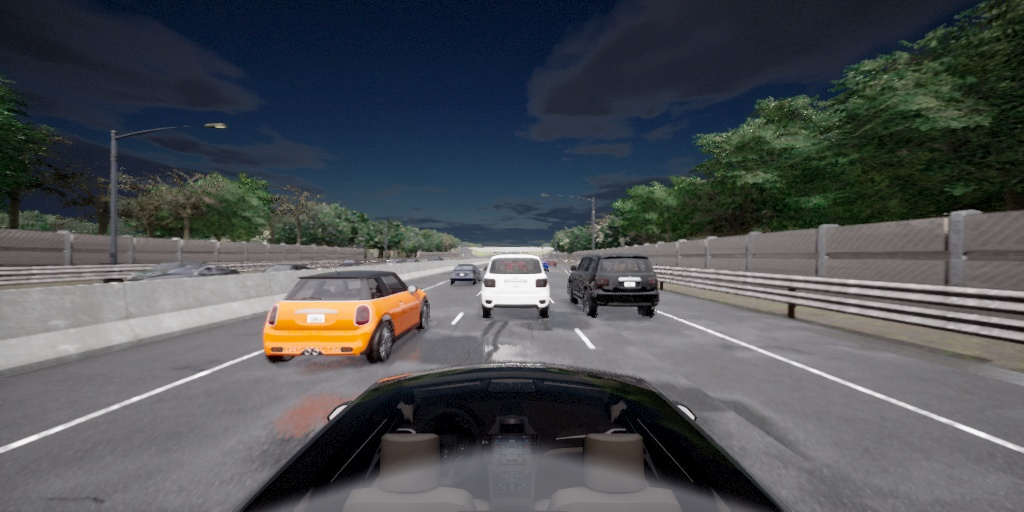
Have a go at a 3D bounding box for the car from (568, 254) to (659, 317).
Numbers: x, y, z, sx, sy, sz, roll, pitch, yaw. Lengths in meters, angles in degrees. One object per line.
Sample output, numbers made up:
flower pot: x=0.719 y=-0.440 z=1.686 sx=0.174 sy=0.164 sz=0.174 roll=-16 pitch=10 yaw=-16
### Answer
car: x=3.514 y=0.941 z=13.347 sx=2.150 sy=2.045 sz=5.566 roll=0 pitch=0 yaw=0

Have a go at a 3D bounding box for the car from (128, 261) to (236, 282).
car: x=-17.562 y=1.245 z=19.967 sx=2.128 sy=1.511 sz=4.902 roll=0 pitch=0 yaw=0

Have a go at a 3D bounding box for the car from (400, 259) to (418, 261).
car: x=-17.170 y=1.289 z=61.392 sx=1.837 sy=1.490 sz=4.892 roll=0 pitch=0 yaw=1

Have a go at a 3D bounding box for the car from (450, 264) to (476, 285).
car: x=-3.337 y=1.304 z=26.495 sx=2.033 sy=1.411 sz=5.357 roll=0 pitch=0 yaw=0

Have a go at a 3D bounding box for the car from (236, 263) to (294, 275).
car: x=-14.054 y=1.232 z=22.179 sx=1.882 sy=1.535 sz=5.008 roll=0 pitch=0 yaw=0

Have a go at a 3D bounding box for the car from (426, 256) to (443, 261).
car: x=-13.641 y=1.013 z=63.097 sx=2.150 sy=2.045 sz=5.566 roll=0 pitch=0 yaw=1

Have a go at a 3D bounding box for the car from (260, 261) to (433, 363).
car: x=-3.393 y=1.103 z=8.335 sx=2.097 sy=1.767 sz=4.553 roll=0 pitch=0 yaw=0

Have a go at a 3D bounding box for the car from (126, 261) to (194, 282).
car: x=-21.051 y=1.106 z=22.458 sx=2.097 sy=1.767 sz=4.553 roll=0 pitch=0 yaw=0

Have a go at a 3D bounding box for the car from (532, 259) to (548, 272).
car: x=3.717 y=1.232 z=48.040 sx=1.882 sy=1.535 sz=5.008 roll=0 pitch=0 yaw=1

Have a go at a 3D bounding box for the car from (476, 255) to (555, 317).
car: x=0.115 y=0.974 z=13.275 sx=2.150 sy=2.045 sz=5.566 roll=0 pitch=0 yaw=0
